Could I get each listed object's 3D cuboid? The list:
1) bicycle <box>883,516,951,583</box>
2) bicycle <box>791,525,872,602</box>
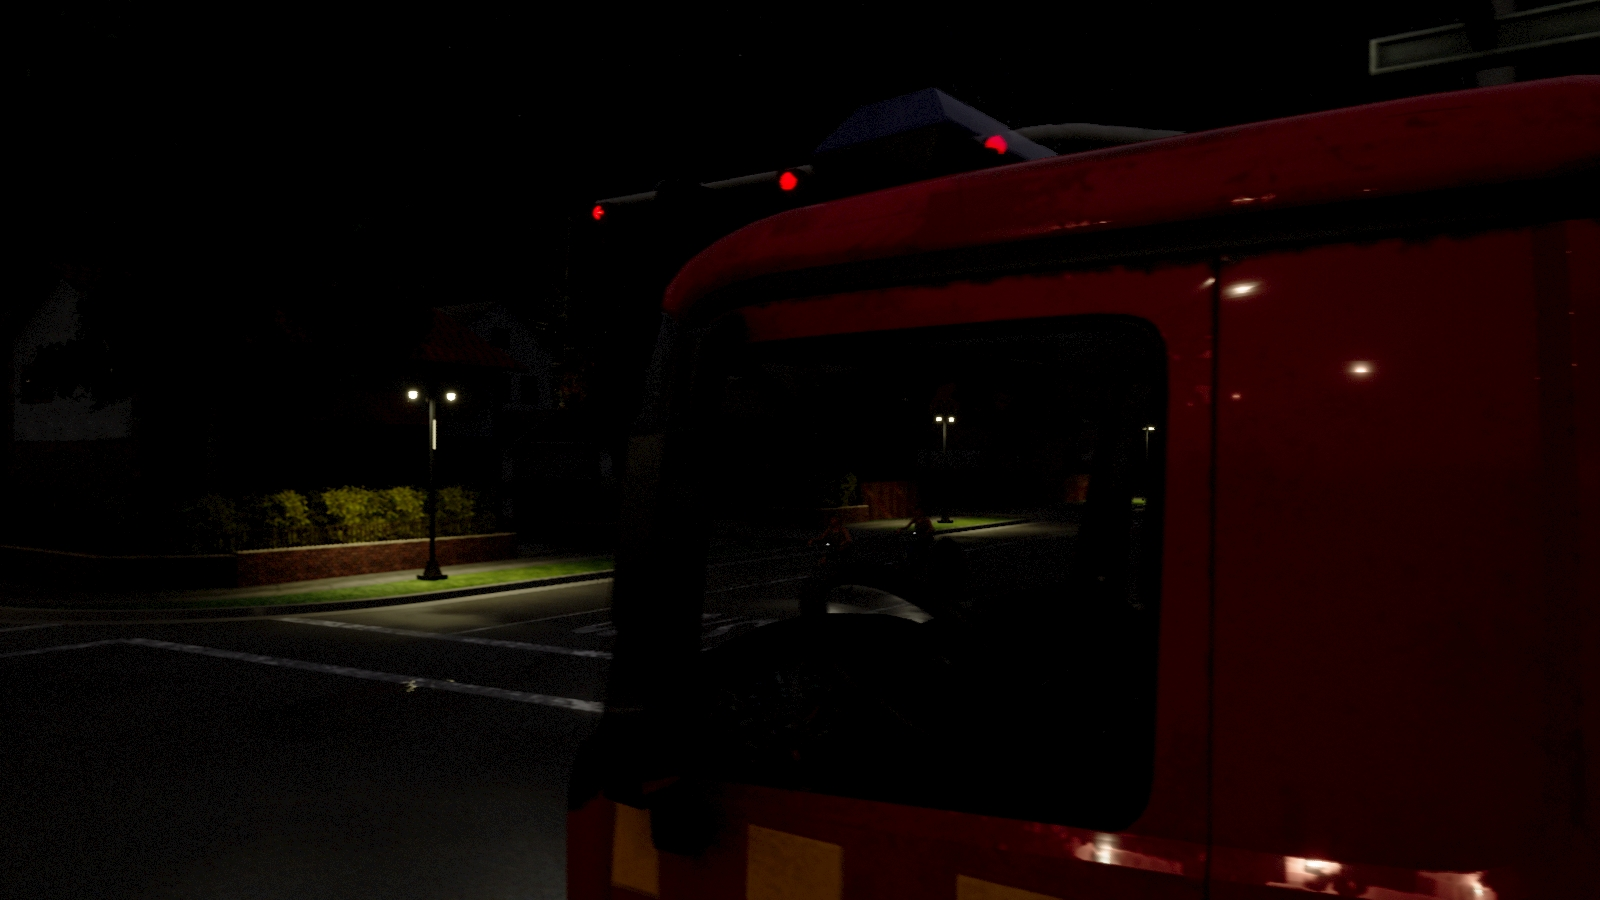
[{"bbox_3d":[2.549,2.144,24.825,0.859,1.301,1.487,0,0,34],"label":"bicycle"},{"bbox_3d":[0.615,2.144,21.851,0.859,1.301,1.487,0,0,35],"label":"bicycle"}]
